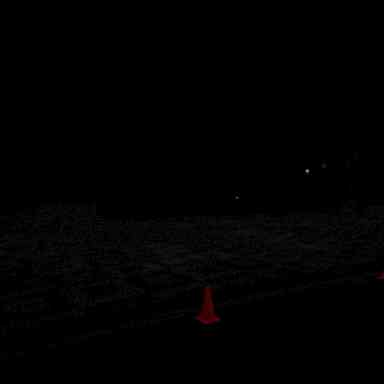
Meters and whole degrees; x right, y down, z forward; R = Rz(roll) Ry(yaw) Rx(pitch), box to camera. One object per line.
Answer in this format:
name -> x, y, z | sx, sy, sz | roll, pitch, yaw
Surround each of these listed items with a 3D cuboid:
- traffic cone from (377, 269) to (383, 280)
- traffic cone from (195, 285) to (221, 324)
traffic cone -> 4.866, 1.869, 8.272 | 0.340, 0.580, 0.340 | -1, 1, -26
traffic cone -> 0.277, 1.909, 5.764 | 0.340, 0.580, 0.340 | 0, 1, -31
